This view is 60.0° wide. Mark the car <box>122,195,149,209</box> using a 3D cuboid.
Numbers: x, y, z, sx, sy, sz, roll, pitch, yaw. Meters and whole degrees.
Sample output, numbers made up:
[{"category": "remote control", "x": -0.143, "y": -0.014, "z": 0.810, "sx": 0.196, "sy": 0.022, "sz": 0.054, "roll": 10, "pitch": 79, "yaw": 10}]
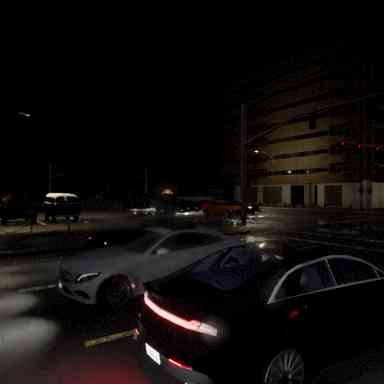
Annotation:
[{"category": "car", "x": -8.454, "y": 1.533, "z": 47.659, "sx": 1.882, "sy": 1.535, "sz": 5.008, "roll": 0, "pitch": 0, "yaw": -34}]

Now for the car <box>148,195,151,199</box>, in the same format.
[{"category": "car", "x": -6.240, "y": 1.560, "z": 50.632, "sx": 1.837, "sy": 1.490, "sz": 4.892, "roll": 0, "pitch": 0, "yaw": -34}]

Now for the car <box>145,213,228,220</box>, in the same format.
[{"category": "car", "x": -1.198, "y": 1.601, "z": 11.650, "sx": 4.718, "sy": 1.301, "sz": 1.895, "roll": 0, "pitch": 0, "yaw": -35}]

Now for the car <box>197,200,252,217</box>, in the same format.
[{"category": "car", "x": 2.932, "y": 1.533, "z": 30.957, "sx": 1.882, "sy": 1.535, "sz": 5.008, "roll": 0, "pitch": 0, "yaw": -34}]

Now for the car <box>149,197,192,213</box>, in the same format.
[{"category": "car", "x": -2.603, "y": 1.603, "z": 39.067, "sx": 2.033, "sy": 1.411, "sz": 5.357, "roll": 0, "pitch": 0, "yaw": -34}]

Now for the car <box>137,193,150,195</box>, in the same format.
[{"category": "car", "x": -10.431, "y": 1.277, "z": 69.498, "sx": 2.150, "sy": 2.045, "sz": 5.566, "roll": 0, "pitch": 0, "yaw": -34}]

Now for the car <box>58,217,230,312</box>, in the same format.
[{"category": "car", "x": -0.635, "y": 1.526, "z": 7.790, "sx": 4.674, "sy": 1.442, "sz": 1.812, "roll": 0, "pitch": 0, "yaw": -35}]

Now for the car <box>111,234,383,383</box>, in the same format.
[{"category": "car", "x": 1.594, "y": 1.492, "z": 4.879, "sx": 4.902, "sy": 1.511, "sz": 2.128, "roll": 0, "pitch": 0, "yaw": -34}]

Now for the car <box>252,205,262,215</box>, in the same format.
[{"category": "car", "x": 4.727, "y": 1.603, "z": 34.535, "sx": 2.033, "sy": 1.411, "sz": 5.357, "roll": 0, "pitch": 0, "yaw": -34}]

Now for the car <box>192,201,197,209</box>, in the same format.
[{"category": "car", "x": -0.675, "y": 1.656, "z": 42.454, "sx": 1.895, "sy": 1.301, "sz": 4.718, "roll": 0, "pitch": 0, "yaw": -34}]

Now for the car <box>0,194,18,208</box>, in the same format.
[{"category": "car", "x": -31.421, "y": 1.209, "z": 56.553, "sx": 1.932, "sy": 1.855, "sz": 4.605, "roll": 0, "pitch": 0, "yaw": -34}]
